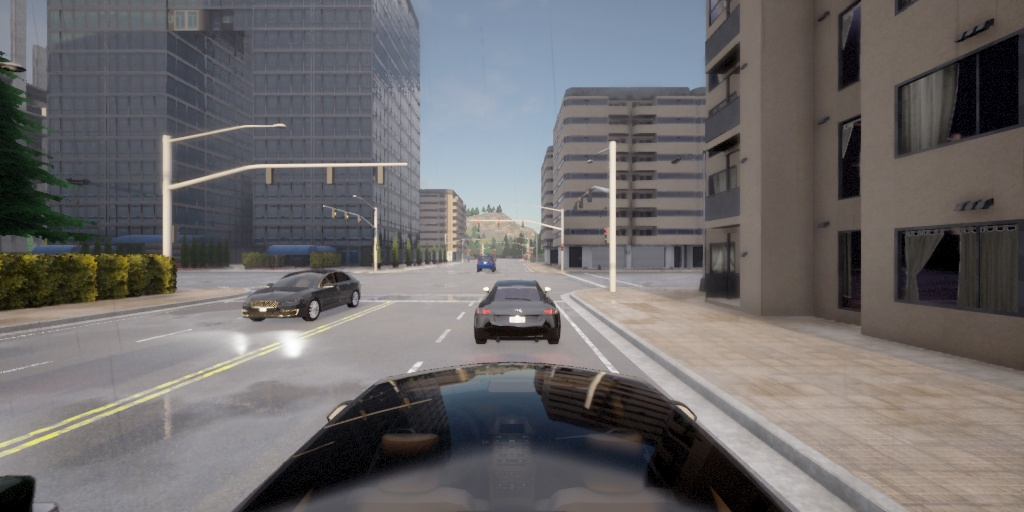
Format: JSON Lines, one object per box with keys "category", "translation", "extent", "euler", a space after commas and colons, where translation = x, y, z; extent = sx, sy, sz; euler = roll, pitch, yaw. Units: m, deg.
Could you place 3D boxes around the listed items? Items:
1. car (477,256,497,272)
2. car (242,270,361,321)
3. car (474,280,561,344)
{"category": "car", "translation": [-3.201, 0.971, 45.607], "extent": [2.150, 2.045, 5.566], "euler": [0, 0, 0]}
{"category": "car", "translation": [-6.954, 1.255, 12.459], "extent": [1.837, 1.490, 4.892], "euler": [0, 0, 0]}
{"category": "car", "translation": [0.132, 1.314, 9.571], "extent": [1.994, 1.385, 4.181], "euler": [0, 0, 1]}
